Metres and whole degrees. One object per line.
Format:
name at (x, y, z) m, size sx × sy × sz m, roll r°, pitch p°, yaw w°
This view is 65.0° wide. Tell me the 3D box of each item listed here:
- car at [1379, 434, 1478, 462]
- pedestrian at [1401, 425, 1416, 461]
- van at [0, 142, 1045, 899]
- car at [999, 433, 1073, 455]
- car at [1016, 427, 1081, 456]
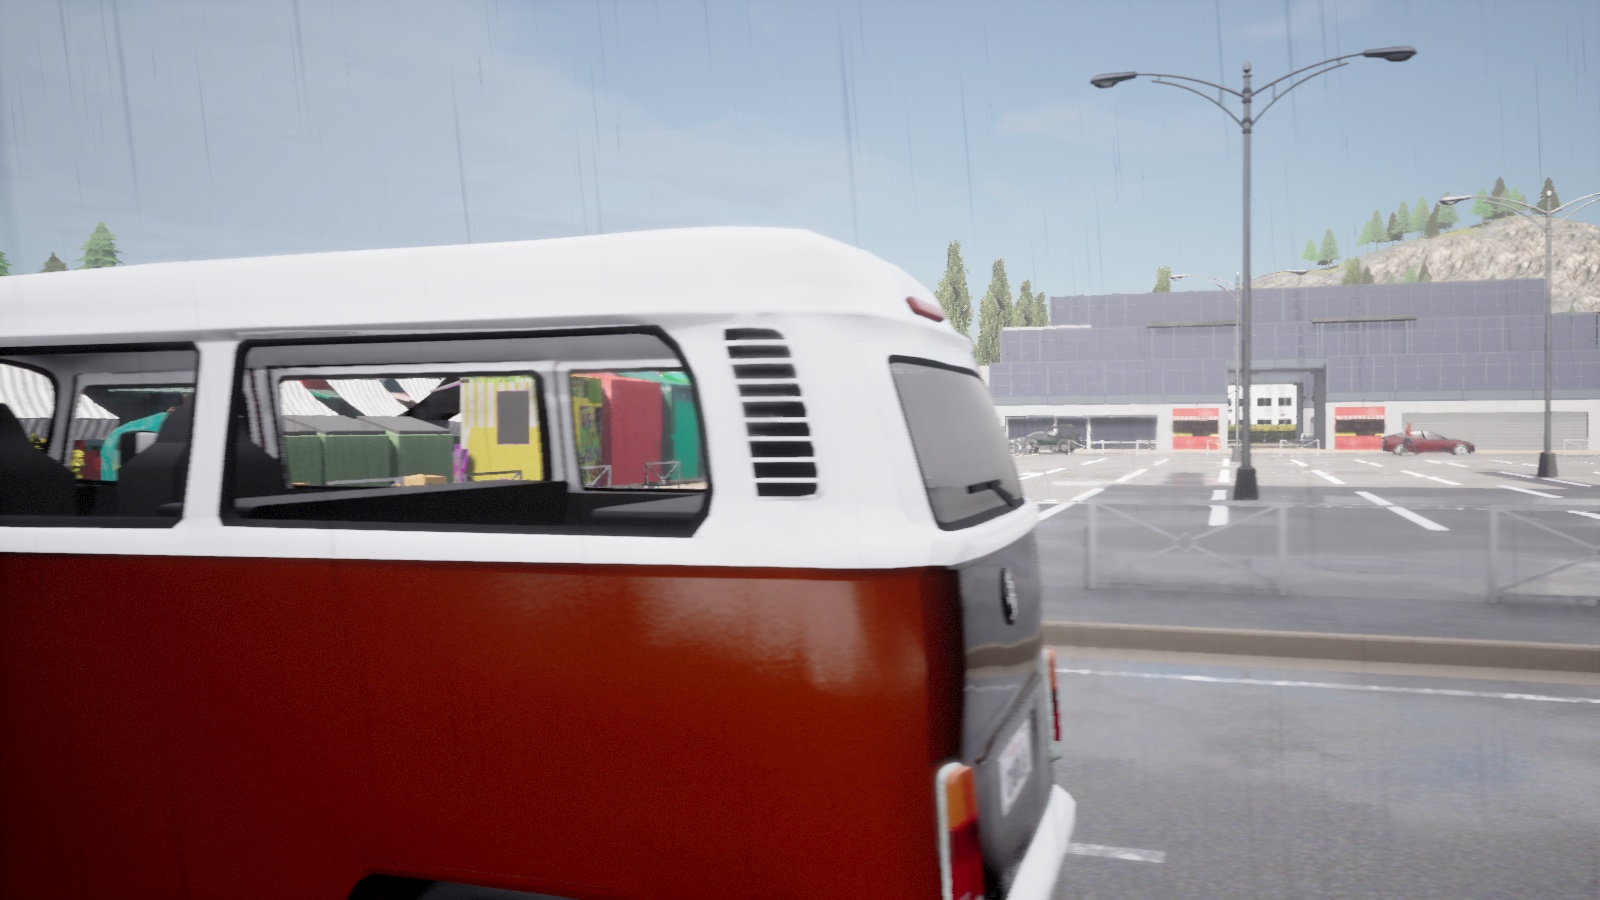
car at (35.576, -0.125, 71.237) m, size 4.792 × 1.488 × 2.163 m, roll 1°, pitch 1°, yaw 20°
pedestrian at (31.092, -0.370, 64.178) m, size 0.636 × 1.846 × 0.331 m, roll 1°, pitch 1°, yaw 35°
van at (-1.677, 0.484, 3.753) m, size 4.480 × 2.038 × 2.069 m, roll 1°, pitch 1°, yaw 19°
car at (16.153, -0.408, 85.956) m, size 4.674 × 1.442 × 1.812 m, roll 1°, pitch 1°, yaw 20°
car at (16.254, -0.577, 82.179) m, size 3.866 × 1.878 × 1.905 m, roll 1°, pitch 1°, yaw 20°
